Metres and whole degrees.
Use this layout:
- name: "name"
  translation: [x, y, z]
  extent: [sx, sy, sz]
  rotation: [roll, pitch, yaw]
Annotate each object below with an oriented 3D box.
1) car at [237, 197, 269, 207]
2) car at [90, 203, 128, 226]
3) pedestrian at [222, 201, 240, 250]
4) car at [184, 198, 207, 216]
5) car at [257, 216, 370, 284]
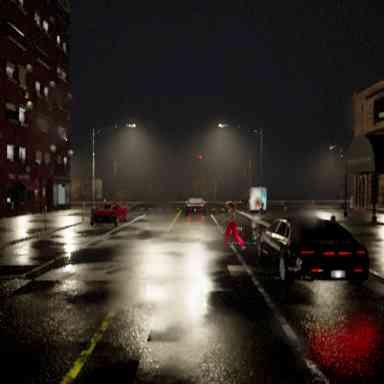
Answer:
- name: "car"
  translation: [8.063, 1.321, 44.245]
  extent: [4.181, 1.385, 1.994]
  rotation: [0, 1, -11]
- name: "car"
  translation: [-5.508, 1.419, 22.467]
  extent: [1.887, 1.381, 4.507]
  rotation: [-1, 0, 1]
- name: "pedestrian"
  translation: [1.436, 1.226, 12.239]
  extent: [0.375, 1.860, 0.375]
  rotation: [-1, 1, -2]
- name: "car"
  translation: [0.335, 1.320, 30.761]
  extent: [2.128, 1.511, 4.902]
  rotation: [0, 0, 1]
- name: "car"
  translation: [3.080, 1.453, 9.378]
  extent: [1.837, 1.490, 4.892]
  rotation: [0, 0, 0]
